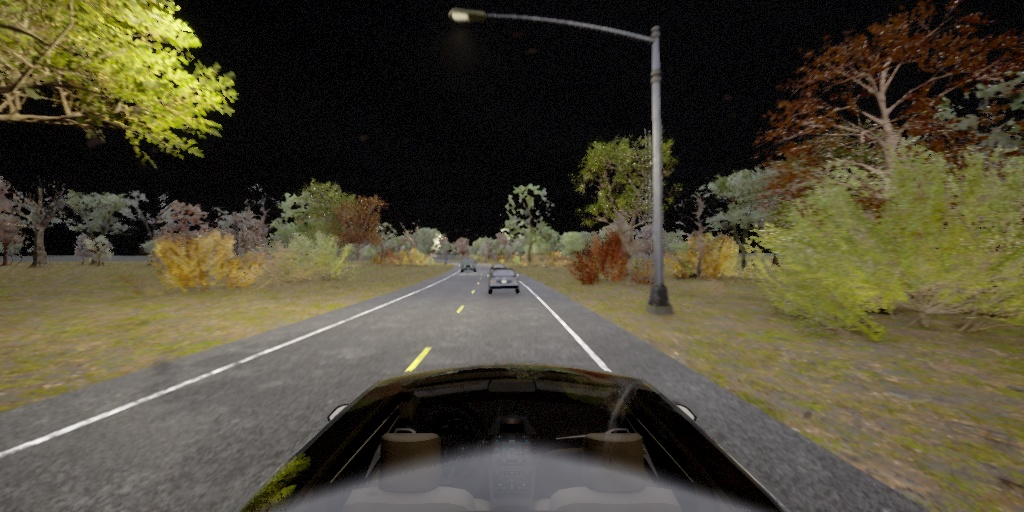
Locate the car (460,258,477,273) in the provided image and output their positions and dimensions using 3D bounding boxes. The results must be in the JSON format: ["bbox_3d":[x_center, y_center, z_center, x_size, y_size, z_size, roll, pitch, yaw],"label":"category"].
[{"bbox_3d":[-6.109,1.339,50.764,2.150,2.045,5.566,-1,0,-5],"label":"car"}]

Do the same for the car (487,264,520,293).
[{"bbox_3d":[-0.538,1.447,22.061,2.033,1.411,5.357,-1,0,-3],"label":"car"}]
